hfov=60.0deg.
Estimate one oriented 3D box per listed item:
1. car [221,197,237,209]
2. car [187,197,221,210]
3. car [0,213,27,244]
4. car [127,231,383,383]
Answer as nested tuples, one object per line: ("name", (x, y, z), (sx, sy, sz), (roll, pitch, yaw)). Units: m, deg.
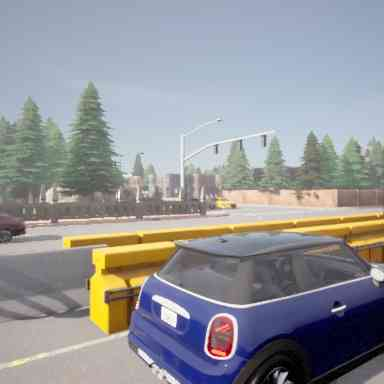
("car", (3.890, 1.472, 44.587), (1.882, 1.535, 5.008), (0, 0, -35))
("car", (1.105, 1.499, 42.465), (1.837, 1.490, 4.892), (0, 0, -35))
("car", (-9.673, 1.525, 14.276), (4.674, 1.442, 1.812), (0, 0, -35))
("car", (1.485, 1.351, 4.786), (4.553, 1.767, 2.097), (0, 0, -35))
